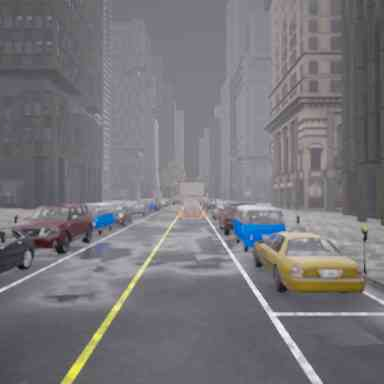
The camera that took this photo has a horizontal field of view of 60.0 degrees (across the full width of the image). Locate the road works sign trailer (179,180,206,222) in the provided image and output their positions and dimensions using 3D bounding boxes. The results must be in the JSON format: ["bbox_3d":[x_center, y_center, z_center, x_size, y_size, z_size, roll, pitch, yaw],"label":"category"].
[{"bbox_3d":[-0.011,0.761,29.929,2.380,3.560,2.880,0,-1,0],"label":"road works sign trailer"}]

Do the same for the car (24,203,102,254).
[{"bbox_3d":[-5.767,1.455,14.319,2.192,1.841,5.009,0,-1,0],"label":"car"}]

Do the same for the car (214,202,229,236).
[{"bbox_3d":[2.762,1.511,19.835,2.192,1.841,5.009,0,-1,0],"label":"car"}]

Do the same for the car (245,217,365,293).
[{"bbox_3d":[2.763,1.613,8.954,1.752,1.417,4.829,0,-1,0],"label":"car"}]

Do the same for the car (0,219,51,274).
[{"bbox_3d":[-5.764,1.637,8.792,2.008,1.369,4.403,0,-1,0],"label":"car"}]

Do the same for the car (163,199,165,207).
[{"bbox_3d":[-5.790,2.073,52.993,1.887,1.381,4.507,0,-1,0],"label":"car"}]

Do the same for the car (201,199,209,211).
[{"bbox_3d":[2.755,2.024,47.456,2.008,1.369,4.403,0,-1,0],"label":"car"}]

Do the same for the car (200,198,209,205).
[{"bbox_3d":[2.753,2.166,58.505,1.802,1.307,4.206,0,-1,0],"label":"car"}]

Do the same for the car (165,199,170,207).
[{"bbox_3d":[-5.796,2.163,63.874,1.752,1.417,4.829,0,-1,0],"label":"car"}]

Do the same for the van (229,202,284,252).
[{"bbox_3d":[2.763,1.482,14.310,1.690,1.788,3.998,0,-1,0],"label":"van"}]

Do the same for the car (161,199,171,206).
[{"bbox_3d":[-5.803,2.296,75.094,1.887,1.381,4.507,0,-1,0],"label":"car"}]

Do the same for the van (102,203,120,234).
[{"bbox_3d":[-5.770,1.536,19.845,1.690,1.788,3.998,0,-1,0],"label":"van"}]

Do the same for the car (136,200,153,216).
[{"bbox_3d":[-5.781,1.912,36.417,2.008,1.369,4.403,0,-1,0],"label":"car"}]

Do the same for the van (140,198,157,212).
[{"bbox_3d":[-5.783,1.758,41.945,1.690,1.788,3.998,0,-1,0],"label":"van"}]

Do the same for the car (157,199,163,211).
[{"bbox_3d":[-5.786,1.788,47.470,2.192,1.841,5.009,0,-1,0],"label":"car"}]

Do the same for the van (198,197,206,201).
[{"bbox_3d":[2.752,2.037,69.557,1.690,1.788,3.998,0,-1,0],"label":"van"}]

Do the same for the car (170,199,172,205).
[{"bbox_3d":[-5.800,2.240,69.569,1.887,1.381,4.507,0,-1,0],"label":"car"}]

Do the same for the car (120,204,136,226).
[{"bbox_3d":[-5.774,1.691,25.368,1.967,1.590,4.097,0,-1,0],"label":"car"}]

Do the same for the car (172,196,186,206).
[{"bbox_3d":[-3.026,1.931,70.960,2.150,2.045,5.566,0,-1,0],"label":"car"}]

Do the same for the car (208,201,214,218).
[{"bbox_3d":[2.759,1.834,31.052,1.752,1.417,4.829,0,-1,0],"label":"car"}]

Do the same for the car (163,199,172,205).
[{"bbox_3d":[-5.806,2.352,80.619,1.887,1.381,4.507,0,-1,0],"label":"car"}]
